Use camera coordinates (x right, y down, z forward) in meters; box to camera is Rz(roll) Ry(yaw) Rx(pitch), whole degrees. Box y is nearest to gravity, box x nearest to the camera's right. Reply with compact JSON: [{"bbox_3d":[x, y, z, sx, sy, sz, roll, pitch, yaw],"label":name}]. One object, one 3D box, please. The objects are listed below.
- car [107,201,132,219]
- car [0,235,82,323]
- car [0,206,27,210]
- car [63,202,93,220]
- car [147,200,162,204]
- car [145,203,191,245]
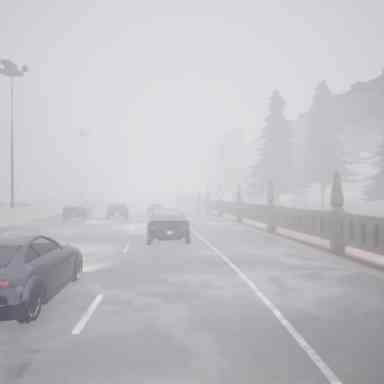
[{"bbox_3d":[-6.649,1.617,30.313,1.837,1.490,4.892,0,0,-8],"label":"car"},{"bbox_3d":[-3.804,1.607,7.211,1.994,1.385,4.181,0,0,-4],"label":"car"},{"bbox_3d":[-18.001,1.752,34.404,2.033,1.411,5.357,0,0,-8],"label":"car"},{"bbox_3d":[-10.087,1.615,29.632,1.882,1.535,5.008,0,0,-8],"label":"car"},{"bbox_3d":[-4.088,1.636,37.350,1.812,1.442,4.674,0,0,-8],"label":"car"},{"bbox_3d":[-1.208,1.521,16.050,1.882,1.535,5.008,0,0,-7],"label":"car"}]
